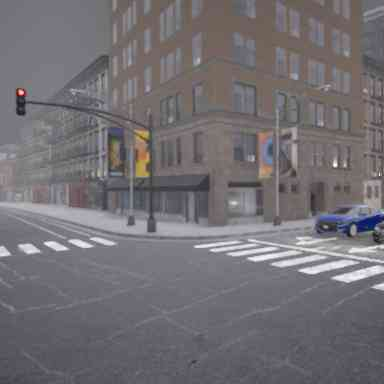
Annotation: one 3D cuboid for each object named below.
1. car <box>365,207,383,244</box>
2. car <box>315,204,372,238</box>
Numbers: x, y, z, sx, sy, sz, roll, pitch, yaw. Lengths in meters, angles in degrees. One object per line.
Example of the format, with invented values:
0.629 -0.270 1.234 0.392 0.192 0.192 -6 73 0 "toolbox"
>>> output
9.779 1.490 14.645 4.674 1.442 1.812 0 0 -37 "car"
8.622 1.440 17.802 5.008 1.535 1.882 0 0 -35 "car"
